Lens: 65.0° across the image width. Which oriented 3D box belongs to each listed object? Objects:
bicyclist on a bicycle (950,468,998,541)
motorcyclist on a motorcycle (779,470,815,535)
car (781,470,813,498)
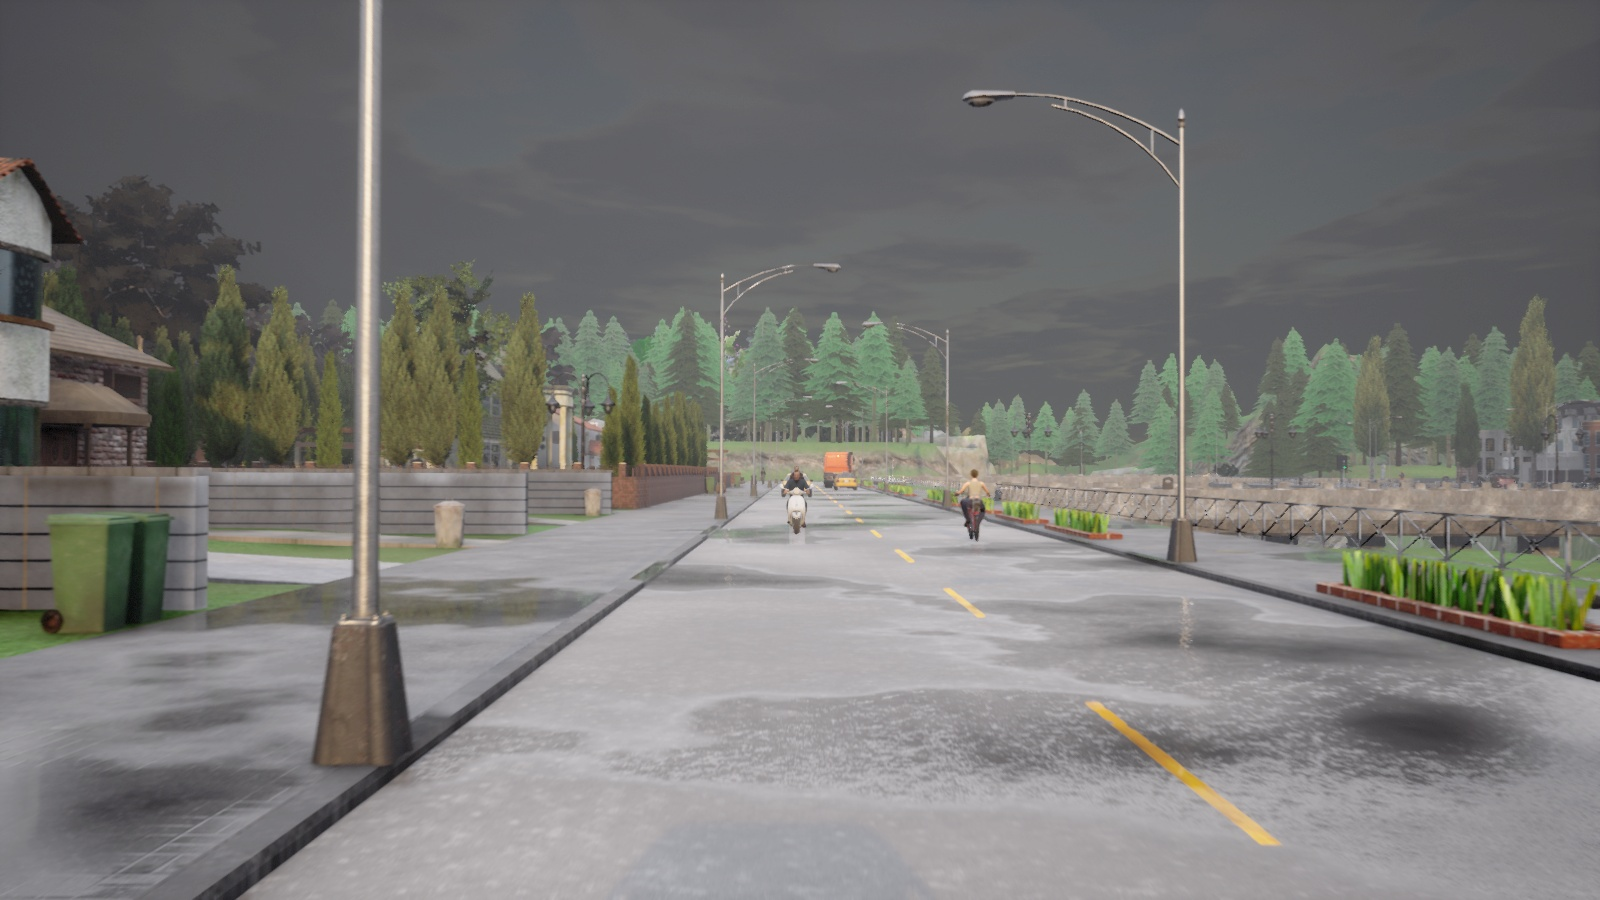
[{"bbox_3d":[3.928,1.212,28.442,0.866,1.612,1.509,0,-1,0],"label":"bicyclist on a bicycle"},{"bbox_3d":[-0.074,1.295,31.443,0.866,1.590,1.817,0,-1,0],"label":"motorcyclist on a motorcycle"},{"bbox_3d":[-0.178,2.020,75.613,1.801,1.575,5.366,0,-1,0],"label":"car"}]
